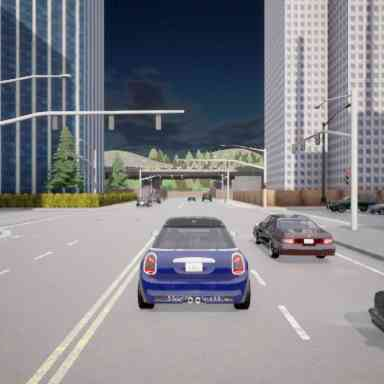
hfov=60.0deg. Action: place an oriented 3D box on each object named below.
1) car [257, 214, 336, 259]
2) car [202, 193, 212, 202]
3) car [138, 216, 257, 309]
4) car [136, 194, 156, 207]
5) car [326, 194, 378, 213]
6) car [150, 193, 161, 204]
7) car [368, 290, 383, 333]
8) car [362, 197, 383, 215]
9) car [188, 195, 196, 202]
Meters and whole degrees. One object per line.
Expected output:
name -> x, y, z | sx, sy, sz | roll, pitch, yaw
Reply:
car -> 3.599, 1.547, 12.648 | 2.033, 1.411, 5.357 | 0, 0, 1
car -> 3.435, 1.198, 77.740 | 2.150, 2.045, 5.566 | 0, 0, 0
car -> 0.053, 1.352, 8.018 | 2.097, 1.767, 4.553 | 0, 0, 0
car -> -7.137, 1.488, 49.786 | 2.128, 1.511, 4.902 | 0, 0, 0
car -> 17.813, 1.219, 36.631 | 5.566, 2.045, 2.150 | 0, 0, 0
car -> -7.112, 1.219, 62.633 | 2.150, 2.045, 5.566 | 0, 0, 0
car -> 3.599, 1.547, 2.580 | 2.033, 1.411, 5.357 | 0, 0, 0
car -> 19.992, 1.524, 33.099 | 4.674, 1.442, 1.812 | 0, 0, 0
car -> -0.065, 1.497, 77.708 | 1.812, 1.442, 4.674 | 0, 0, 0
